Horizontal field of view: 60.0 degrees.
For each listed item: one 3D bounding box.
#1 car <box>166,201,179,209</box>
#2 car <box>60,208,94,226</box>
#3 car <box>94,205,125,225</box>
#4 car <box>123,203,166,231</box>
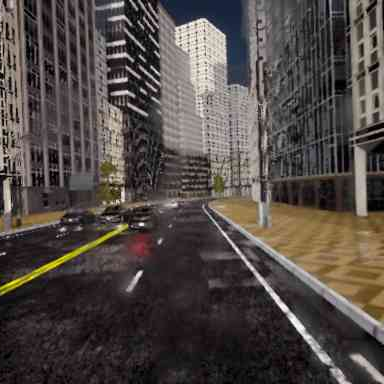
[{"bbox_3d":[-3.060,1.934,49.859,1.895,1.301,4.718,-2,0,1],"label":"car"},{"bbox_3d":[-9.758,2.072,28.658,1.994,1.385,4.181,-2,0,0],"label":"car"},{"bbox_3d":[-6.514,1.883,28.328,1.837,1.490,4.892,-2,-1,0],"label":"car"},{"bbox_3d":[-3.072,1.720,22.526,1.837,1.490,4.892,-2,0,0],"label":"car"}]
